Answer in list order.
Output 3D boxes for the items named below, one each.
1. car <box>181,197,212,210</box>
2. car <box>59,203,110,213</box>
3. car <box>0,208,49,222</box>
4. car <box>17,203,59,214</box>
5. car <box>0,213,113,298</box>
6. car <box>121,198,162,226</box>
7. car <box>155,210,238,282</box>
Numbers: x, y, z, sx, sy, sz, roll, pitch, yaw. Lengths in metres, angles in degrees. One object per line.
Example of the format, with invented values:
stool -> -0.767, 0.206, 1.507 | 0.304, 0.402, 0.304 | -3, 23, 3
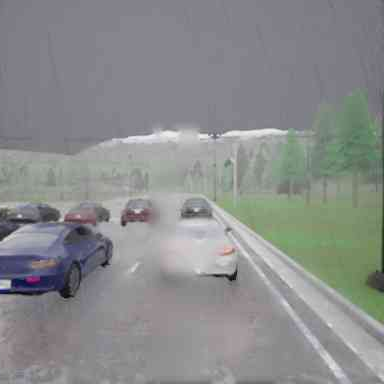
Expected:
car -> 0.314, 1.156, 23.142 | 2.097, 1.767, 4.553 | 0, 0, 1
car -> -6.702, 1.383, 21.718 | 1.994, 1.385, 4.181 | 0, 0, 1
car -> -6.800, 1.461, 10.489 | 2.033, 1.411, 5.357 | 0, 1, 1
car -> -10.206, 1.384, 21.759 | 1.994, 1.385, 4.181 | 0, 0, 1
car -> -3.320, 1.457, 8.179 | 1.812, 1.442, 4.674 | 0, 0, 1
car -> -3.202, 1.169, 21.747 | 2.097, 1.767, 4.553 | 0, 0, 1
car -> 0.189, 1.446, 9.411 | 1.812, 1.442, 4.674 | 0, 0, 1
